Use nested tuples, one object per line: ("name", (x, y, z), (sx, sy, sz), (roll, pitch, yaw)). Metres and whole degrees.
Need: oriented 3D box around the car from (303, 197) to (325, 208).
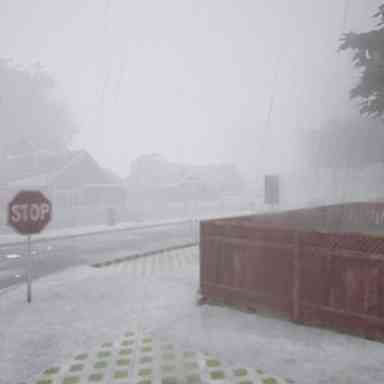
("car", (16.617, 1.486, 44.997), (1.837, 1.490, 4.892), (-1, 0, 36))
